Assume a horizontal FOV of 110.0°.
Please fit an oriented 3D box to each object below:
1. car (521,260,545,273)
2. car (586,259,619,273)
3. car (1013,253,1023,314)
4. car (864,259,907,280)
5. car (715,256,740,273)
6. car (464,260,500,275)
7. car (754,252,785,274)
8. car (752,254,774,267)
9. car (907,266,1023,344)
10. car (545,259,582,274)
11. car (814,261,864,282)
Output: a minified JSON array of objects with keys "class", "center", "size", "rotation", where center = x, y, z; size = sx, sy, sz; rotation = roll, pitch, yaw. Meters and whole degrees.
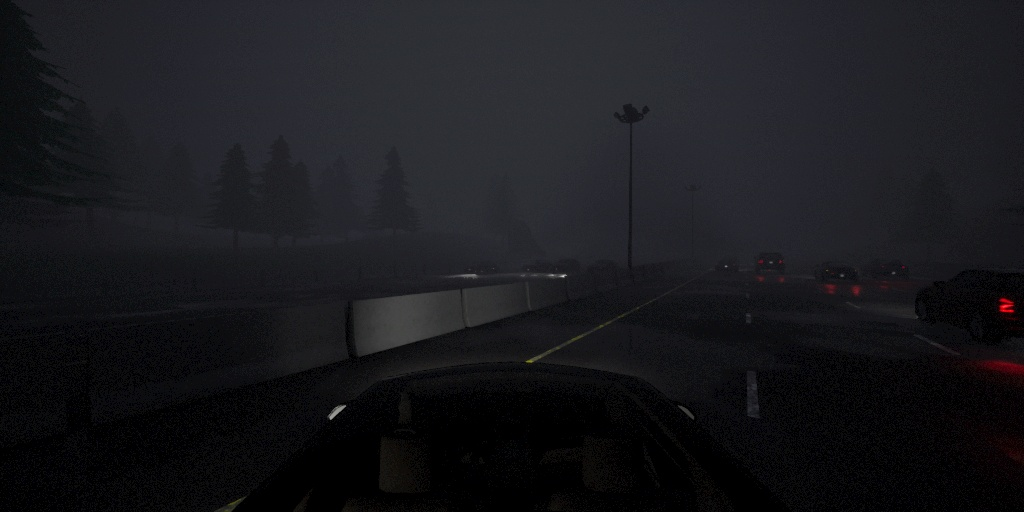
[{"class":"car","center":[2.926,1.114,39.672],"size":[1.895,1.301,4.718],"rotation":[0,1,33]},{"class":"car","center":[9.403,1.049,36.774],"size":[2.033,1.411,5.357],"rotation":[0,1,33]},{"class":"car","center":[16.913,0.936,9.610],"size":[2.150,2.045,5.566],"rotation":[0,0,33]},{"class":"car","center":[28.685,0.963,27.713],"size":[2.128,1.511,4.902],"rotation":[0,1,33]},{"class":"car","center":[22.168,0.956,36.955],"size":[1.994,1.385,4.181],"rotation":[0,1,33]},{"class":"car","center":[-3.086,1.147,36.935],"size":[1.994,1.385,4.181],"rotation":[0,1,33]},{"class":"car","center":[24.723,0.628,34.460],"size":[2.150,2.045,5.566],"rotation":[0,1,33]},{"class":"car","center":[32.865,0.583,46.970],"size":[2.128,1.511,4.902],"rotation":[0,1,32]},{"class":"car","center":[12.291,1.082,8.923],"size":[2.097,1.767,4.553],"rotation":[0,0,33]},{"class":"car","center":[5.719,1.026,37.552],"size":[1.837,1.490,4.892],"rotation":[0,0,33]},{"class":"car","center":[23.318,1.061,25.874],"size":[1.812,1.442,4.674],"rotation":[0,1,33]}]
